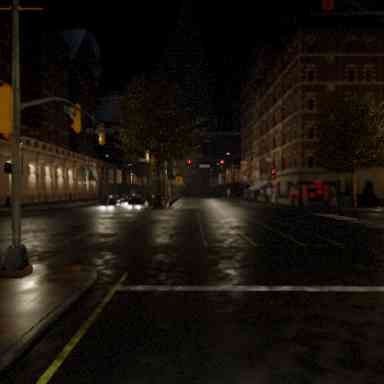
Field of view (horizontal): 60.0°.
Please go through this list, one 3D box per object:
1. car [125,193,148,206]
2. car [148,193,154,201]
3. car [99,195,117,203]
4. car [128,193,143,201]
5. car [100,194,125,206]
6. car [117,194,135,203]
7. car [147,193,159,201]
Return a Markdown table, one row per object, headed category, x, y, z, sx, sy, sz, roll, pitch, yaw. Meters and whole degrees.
| category | x | y | z | sx | sy | sz | roll | pitch | yaw |
| --- | --- | --- | --- | --- | --- | --- | --- | --- | --- |
| car | -8.018 | 1.243 | 48.485 | 1.994 | 1.385 | 4.181 | 0 | 0 | 0 |
| car | -7.998 | 1.116 | 58.669 | 1.837 | 1.490 | 4.892 | 0 | 0 | 0 |
| car | -14.747 | 1.206 | 58.665 | 1.895 | 1.301 | 4.718 | 0 | 0 | 0 |
| car | -11.498 | 1.055 | 68.180 | 2.128 | 1.511 | 4.902 | 0 | 0 | 0 |
| car | -11.519 | 1.173 | 48.113 | 2.128 | 1.511 | 4.902 | 0 | 0 | 0 |
| car | -11.498 | 1.107 | 58.105 | 2.128 | 1.511 | 4.902 | 0 | 0 | 0 |
| car | -7.998 | 1.021 | 69.010 | 1.882 | 1.535 | 5.008 | 0 | 0 | 0 |
